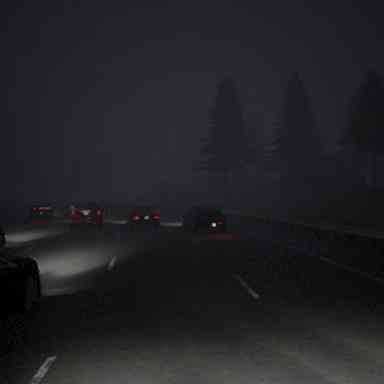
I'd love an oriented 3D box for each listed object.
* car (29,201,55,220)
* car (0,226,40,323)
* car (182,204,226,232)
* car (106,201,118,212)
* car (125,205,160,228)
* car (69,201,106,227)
[{"bbox_3d":[-13.393,1.585,29.731,2.128,1.511,4.902,0,0,-22],"label":"car"},{"bbox_3d":[-3.823,1.512,4.707,2.128,1.511,4.902,0,0,-4],"label":"car"},{"bbox_3d":[0.645,1.538,20.558,1.837,1.490,4.892,0,0,-13],"label":"car"},{"bbox_3d":[-10.316,1.700,39.323,1.895,1.301,4.718,0,0,-28],"label":"car"},{"bbox_3d":[-3.428,1.597,22.476,2.033,1.411,5.357,0,0,-16],"label":"car"},{"bbox_3d":[-7.444,1.416,23.511,2.097,1.767,4.553,0,0,-17],"label":"car"}]
